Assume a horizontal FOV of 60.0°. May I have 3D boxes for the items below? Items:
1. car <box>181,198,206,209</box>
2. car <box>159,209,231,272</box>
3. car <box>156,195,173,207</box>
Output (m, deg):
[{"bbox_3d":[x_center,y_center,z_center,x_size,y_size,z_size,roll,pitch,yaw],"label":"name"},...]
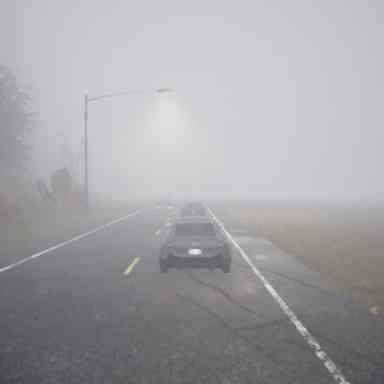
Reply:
[{"bbox_3d":[0.108,1.221,26.905,2.128,1.511,4.902,0,1,0],"label":"car"},{"bbox_3d":[0.089,1.458,10.443,1.994,1.385,4.181,0,1,0],"label":"car"},{"bbox_3d":[-3.550,1.090,43.404,1.812,1.442,4.674,0,1,0],"label":"car"}]
